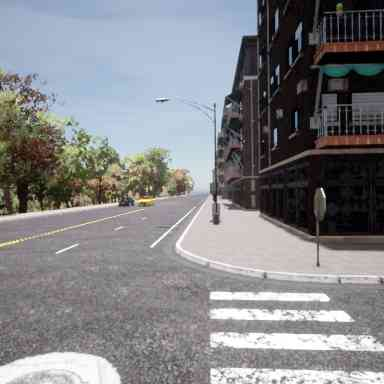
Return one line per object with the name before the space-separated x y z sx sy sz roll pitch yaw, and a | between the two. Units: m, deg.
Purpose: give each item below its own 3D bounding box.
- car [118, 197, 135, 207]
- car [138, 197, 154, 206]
car | -10.548 1.552 53.831 1.837 1.490 4.892 -1 0 3
car | -7.305 1.481 53.636 1.882 1.535 5.008 -1 0 3
